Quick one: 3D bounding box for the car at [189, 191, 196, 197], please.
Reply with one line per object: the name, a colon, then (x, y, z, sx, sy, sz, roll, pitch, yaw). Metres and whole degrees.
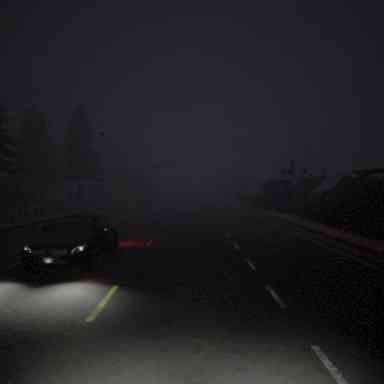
car: (0.090, 0.513, 87.973, 1.837, 1.490, 4.892, 0, 1, -2)

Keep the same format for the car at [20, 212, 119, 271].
car: (-3.602, 1.423, 10.657, 1.812, 1.442, 4.674, 0, 1, 0)

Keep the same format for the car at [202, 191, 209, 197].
car: (3.591, 0.549, 87.974, 2.033, 1.411, 5.357, 0, 1, -2)
